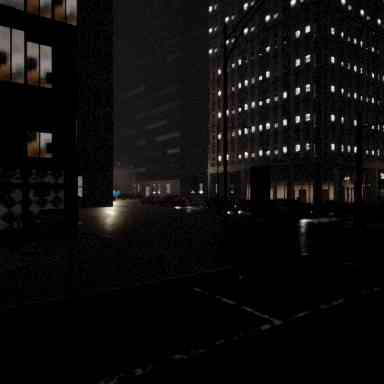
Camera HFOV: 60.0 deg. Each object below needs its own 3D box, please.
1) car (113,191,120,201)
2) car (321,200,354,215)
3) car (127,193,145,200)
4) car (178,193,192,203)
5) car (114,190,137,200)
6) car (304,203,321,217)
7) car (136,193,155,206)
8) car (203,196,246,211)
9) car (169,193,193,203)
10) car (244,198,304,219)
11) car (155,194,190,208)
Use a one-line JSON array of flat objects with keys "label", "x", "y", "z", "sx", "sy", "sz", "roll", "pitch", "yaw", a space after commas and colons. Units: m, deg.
[{"label": "car", "x": -14.969, "y": 0.919, "z": 58.893, "sx": 1.887, "sy": 1.381, "sz": 4.507, "roll": 1, "pitch": 0, "yaw": -35}, {"label": "car", "x": 13.037, "y": 1.377, "z": 31.249, "sx": 1.802, "sy": 1.307, "sz": 4.206, "roll": 1, "pitch": 0, "yaw": -32}, {"label": "car", "x": -11.498, "y": 0.864, "z": 67.799, "sx": 1.947, "sy": 1.339, "sz": 4.313, "roll": 1, "pitch": 0, "yaw": -36}, {"label": "car", "x": -2.444, "y": 1.058, "z": 45.176, "sx": 1.882, "sy": 1.535, "sz": 5.008, "roll": 0, "pitch": 1, "yaw": -34}, {"label": "car", "x": -13.275, "y": 0.786, "z": 65.980, "sx": 1.882, "sy": 1.535, "sz": 5.008, "roll": 0, "pitch": 1, "yaw": -36}, {"label": "car", "x": 8.182, "y": 1.309, "z": 28.499, "sx": 1.837, "sy": 1.490, "sz": 4.892, "roll": 0, "pitch": 1, "yaw": -32}, {"label": "car", "x": -5.425, "y": 1.094, "z": 45.011, "sx": 1.752, "sy": 1.417, "sz": 4.829, "roll": 1, "pitch": 0, "yaw": -33}, {"label": "car", "x": 3.164, "y": 1.189, "z": 36.463, "sx": 2.128, "sy": 1.511, "sz": 4.902, "roll": 0, "pitch": 1, "yaw": -32}, {"label": "car", "x": -1.855, "y": 0.926, "z": 54.351, "sx": 1.967, "sy": 1.590, "sz": 4.097, "roll": 1, "pitch": 0, "yaw": -35}, {"label": "car", "x": 6.417, "y": 1.399, "z": 26.558, "sx": 1.802, "sy": 1.307, "sz": 4.206, "roll": 1, "pitch": 0, "yaw": -32}, {"label": "car", "x": -2.477, "y": 1.211, "z": 40.515, "sx": 1.802, "sy": 1.307, "sz": 4.206, "roll": 1, "pitch": 0, "yaw": -33}]
